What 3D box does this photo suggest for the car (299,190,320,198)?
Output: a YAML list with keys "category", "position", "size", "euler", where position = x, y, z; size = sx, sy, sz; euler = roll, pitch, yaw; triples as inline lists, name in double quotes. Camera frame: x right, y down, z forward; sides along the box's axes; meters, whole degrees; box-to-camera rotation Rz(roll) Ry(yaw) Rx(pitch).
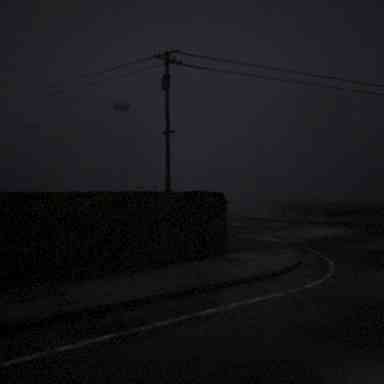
- category: "car"
  position: [19.529, 0.970, 54.306]
  size: [2.242, 1.667, 4.611]
  euler: [0, 1, 33]
